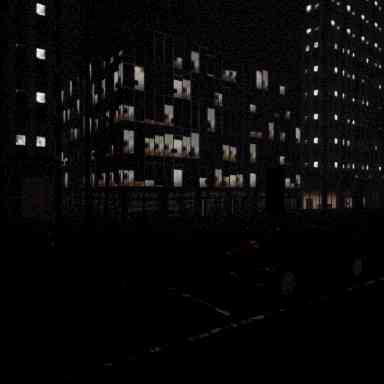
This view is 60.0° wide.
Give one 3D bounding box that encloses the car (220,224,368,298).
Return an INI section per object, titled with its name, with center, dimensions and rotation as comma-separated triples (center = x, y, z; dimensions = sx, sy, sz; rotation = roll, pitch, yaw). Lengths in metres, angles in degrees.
[car]
center = 2.728, 1.545, 8.507
dimensions = 4.507, 1.381, 1.887
rotation = 0, 0, -36
